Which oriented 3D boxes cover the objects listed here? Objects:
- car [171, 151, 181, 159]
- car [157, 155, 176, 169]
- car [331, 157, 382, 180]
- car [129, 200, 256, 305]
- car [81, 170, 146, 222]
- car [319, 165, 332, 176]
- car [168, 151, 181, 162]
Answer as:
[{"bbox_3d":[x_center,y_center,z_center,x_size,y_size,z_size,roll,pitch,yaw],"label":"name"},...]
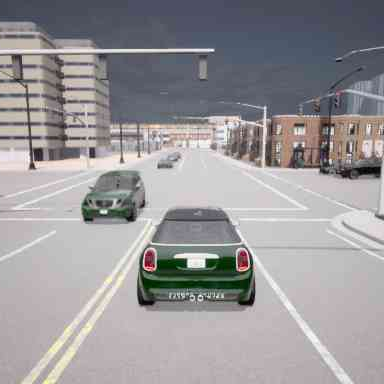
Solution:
[{"bbox_3d":[-3.412,-8.091,72.588,1.882,1.535,5.008,0,9,0],"label":"car"},{"bbox_3d":[-3.544,-3.829,44.677,1.994,1.385,4.181,0,9,0],"label":"car"},{"bbox_3d":[17.063,-2.326,32.295,5.566,2.045,2.150,0,9,1],"label":"car"},{"bbox_3d":[0.085,1.072,7.698,2.097,1.767,4.553,0,4,0],"label":"car"},{"bbox_3d":[-3.581,0.075,16.214,2.150,2.045,5.566,0,8,0],"label":"car"},{"bbox_3d":[15.980,-2.506,35.815,4.181,1.385,1.994,0,9,0],"label":"car"},{"bbox_3d":[-3.502,-6.124,59.526,2.128,1.511,4.902,0,9,0],"label":"car"}]
